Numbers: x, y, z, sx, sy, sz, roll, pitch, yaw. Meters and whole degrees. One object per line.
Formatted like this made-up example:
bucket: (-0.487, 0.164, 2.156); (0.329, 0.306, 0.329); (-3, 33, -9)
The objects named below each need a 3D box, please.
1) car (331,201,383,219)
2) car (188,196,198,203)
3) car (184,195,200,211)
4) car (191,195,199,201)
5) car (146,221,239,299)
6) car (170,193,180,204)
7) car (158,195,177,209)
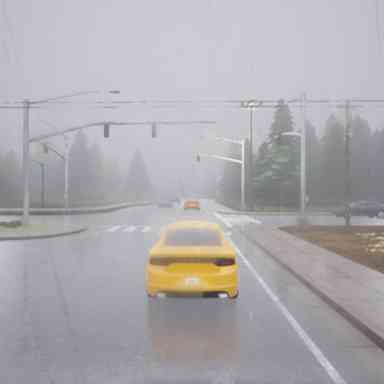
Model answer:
car: (14.910, 1.549, 29.530); (4.892, 1.490, 1.837); (0, 0, 1)
car: (0.297, 1.581, 72.776); (2.033, 1.411, 5.357); (0, 0, 2)
car: (0.017, 1.503, 42.215); (1.882, 1.535, 5.008); (0, 0, 0)
car: (0.696, 1.491, 83.168); (1.837, 1.490, 4.892); (0, 0, 2)
car: (0.049, 1.480, 8.552); (1.882, 1.535, 5.008); (0, 0, 1)
car: (-3.422, 1.262, 64.702); (2.150, 2.045, 5.566); (0, 0, 1)
car: (-3.577, 1.575, 45.914); (2.033, 1.411, 5.357); (0, 0, 0)
